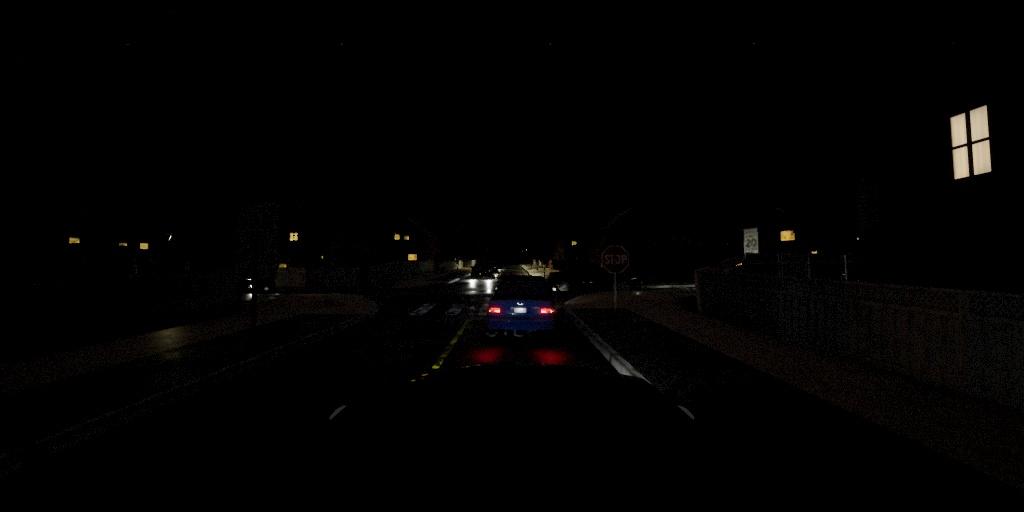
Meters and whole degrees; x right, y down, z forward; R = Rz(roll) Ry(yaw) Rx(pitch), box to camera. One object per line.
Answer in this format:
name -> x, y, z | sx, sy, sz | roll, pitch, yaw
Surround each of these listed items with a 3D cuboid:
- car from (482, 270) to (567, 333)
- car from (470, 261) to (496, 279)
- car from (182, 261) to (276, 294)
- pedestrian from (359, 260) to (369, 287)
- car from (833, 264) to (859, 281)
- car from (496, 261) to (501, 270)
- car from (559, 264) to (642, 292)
car -> 0.375, 1.310, 10.810 | 2.033, 1.411, 5.357 | 0, 0, 4
car -> -2.814, 1.332, 34.172 | 1.837, 1.490, 4.892 | 0, 0, 0
car -> -14.476, 1.060, 17.998 | 4.553, 1.767, 2.097 | 0, -3, 2
pedestrian -> -9.793, 1.148, 23.671 | 0.375, 1.860, 0.375 | 0, -3, -1
car -> 25.619, 1.280, 26.948 | 4.892, 1.490, 1.837 | 0, -3, -19
car -> -2.788, 1.358, 46.699 | 1.882, 1.535, 5.008 | 0, -1, 0
car -> 4.437, 1.214, 19.627 | 5.008, 1.535, 1.882 | -2, -2, 20
